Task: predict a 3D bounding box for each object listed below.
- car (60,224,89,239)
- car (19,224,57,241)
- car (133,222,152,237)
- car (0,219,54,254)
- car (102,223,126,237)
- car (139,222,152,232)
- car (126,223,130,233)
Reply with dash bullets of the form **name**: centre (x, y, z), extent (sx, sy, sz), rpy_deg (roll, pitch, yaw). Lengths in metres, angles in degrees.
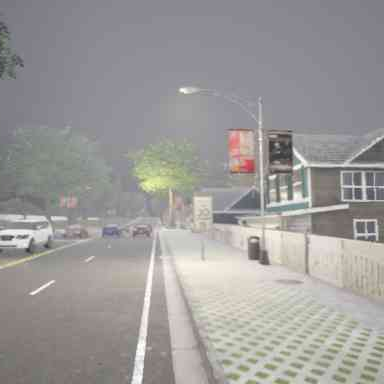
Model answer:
- **car**: centre (-12.163, 4.127, 34.894), extent (1.812, 1.442, 4.674), rpy_deg (0, -5, -6)
- **car**: centre (-15.271, 3.980, 33.301), extent (1.837, 1.490, 4.892), rpy_deg (0, -5, -6)
- **car**: centre (-5.878, 4.446, 38.863), extent (1.812, 1.442, 4.674), rpy_deg (0, -5, -6)
- **car**: centre (-10.797, 2.786, 21.591), extent (2.150, 2.045, 5.566), rpy_deg (0, -5, -6)
- **car**: centre (-9.165, 4.377, 38.604), extent (1.882, 1.535, 5.008), rpy_deg (0, -4, -5)
- **car**: centre (-7.350, 5.541, 52.854), extent (1.882, 1.535, 5.008), rpy_deg (0, -5, -6)
- **car**: centre (-10.394, 5.370, 49.906), extent (2.033, 1.411, 5.357), rpy_deg (0, -5, -6)
